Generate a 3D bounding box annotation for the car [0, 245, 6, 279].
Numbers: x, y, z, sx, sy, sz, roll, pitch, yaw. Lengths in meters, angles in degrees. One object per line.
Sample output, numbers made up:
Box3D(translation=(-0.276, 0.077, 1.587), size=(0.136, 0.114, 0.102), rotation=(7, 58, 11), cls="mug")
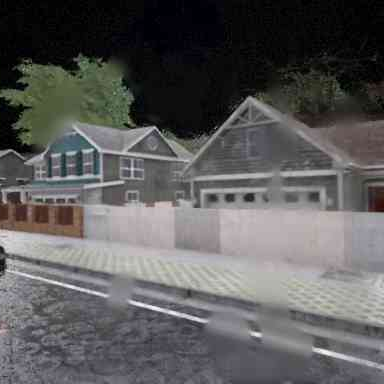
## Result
Box3D(translation=(-6.798, 1.607, 8.830), size=(4.892, 1.490, 1.837), rotation=(-1, 0, 35), cls="car")
